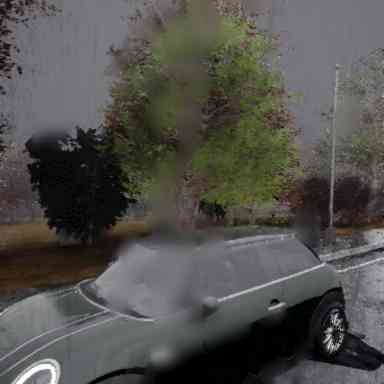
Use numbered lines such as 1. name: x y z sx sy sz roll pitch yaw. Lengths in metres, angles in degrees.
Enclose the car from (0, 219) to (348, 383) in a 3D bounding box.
1. car: -0.112 1.322 4.060 4.553 1.767 2.097 -2 1 -37
